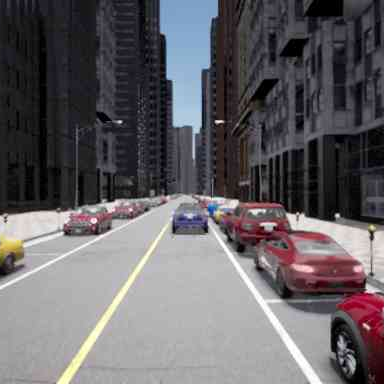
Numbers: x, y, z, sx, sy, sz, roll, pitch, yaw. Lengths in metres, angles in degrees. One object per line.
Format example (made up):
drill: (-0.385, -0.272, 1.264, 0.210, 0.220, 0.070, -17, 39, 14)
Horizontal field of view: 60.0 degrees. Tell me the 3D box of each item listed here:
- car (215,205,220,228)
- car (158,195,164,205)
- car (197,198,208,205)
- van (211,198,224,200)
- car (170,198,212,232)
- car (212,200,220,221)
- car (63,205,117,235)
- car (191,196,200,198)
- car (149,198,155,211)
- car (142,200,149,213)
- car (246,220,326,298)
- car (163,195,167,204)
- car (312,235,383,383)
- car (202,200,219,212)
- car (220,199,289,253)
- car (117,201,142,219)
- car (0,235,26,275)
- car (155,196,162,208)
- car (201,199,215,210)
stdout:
car: (2.561, 1.648, 19.506, 1.802, 1.307, 4.206, 0, 0, -1)
car: (-6.395, 1.775, 58.436, 1.752, 1.417, 4.829, 0, 0, -1)
car: (2.066, 1.793, 64.319, 1.887, 1.381, 4.507, 0, 0, -1)
van: (2.437, 1.452, 30.710, 1.690, 1.788, 3.998, 0, 0, -1)
car: (-0.127, 1.431, 20.685, 2.097, 1.767, 4.553, 0, 0, 0)
car: (2.497, 1.614, 25.277, 1.752, 1.417, 4.829, 0, 0, -1)
car: (-5.964, 1.533, 19.397, 1.967, 1.590, 4.097, 0, 0, -1)
car: (-0.340, 1.649, 40.544, 2.128, 1.511, 4.902, 0, 0, -1)
car: (-6.211, 1.747, 41.802, 1.947, 1.339, 4.313, 0, 0, -1)
car: (-6.149, 1.741, 36.200, 1.802, 1.307, 4.206, 0, 0, -1)
car: (2.685, 1.605, 8.302, 1.802, 1.307, 4.206, 0, 0, -1)
car: (-6.458, 1.819, 64.207, 1.887, 1.381, 4.507, 0, 0, -1)
car: (2.747, 1.442, 2.701, 1.967, 1.590, 4.097, 0, 0, -1)
car: (2.313, 1.737, 41.913, 1.802, 1.307, 4.206, 0, 0, -1)
car: (2.623, 1.360, 13.905, 2.192, 1.841, 5.009, 0, 0, -1)
car: (-6.087, 1.577, 30.600, 1.967, 1.590, 4.097, 0, 0, -1)
car: (-5.838, 1.574, 8.024, 1.752, 1.417, 4.829, 0, 0, -1)
car: (-6.335, 1.778, 53.004, 2.008, 1.369, 4.403, 0, 0, -1)
car: (2.251, 1.760, 47.514, 1.802, 1.307, 4.206, 0, 0, -1)
